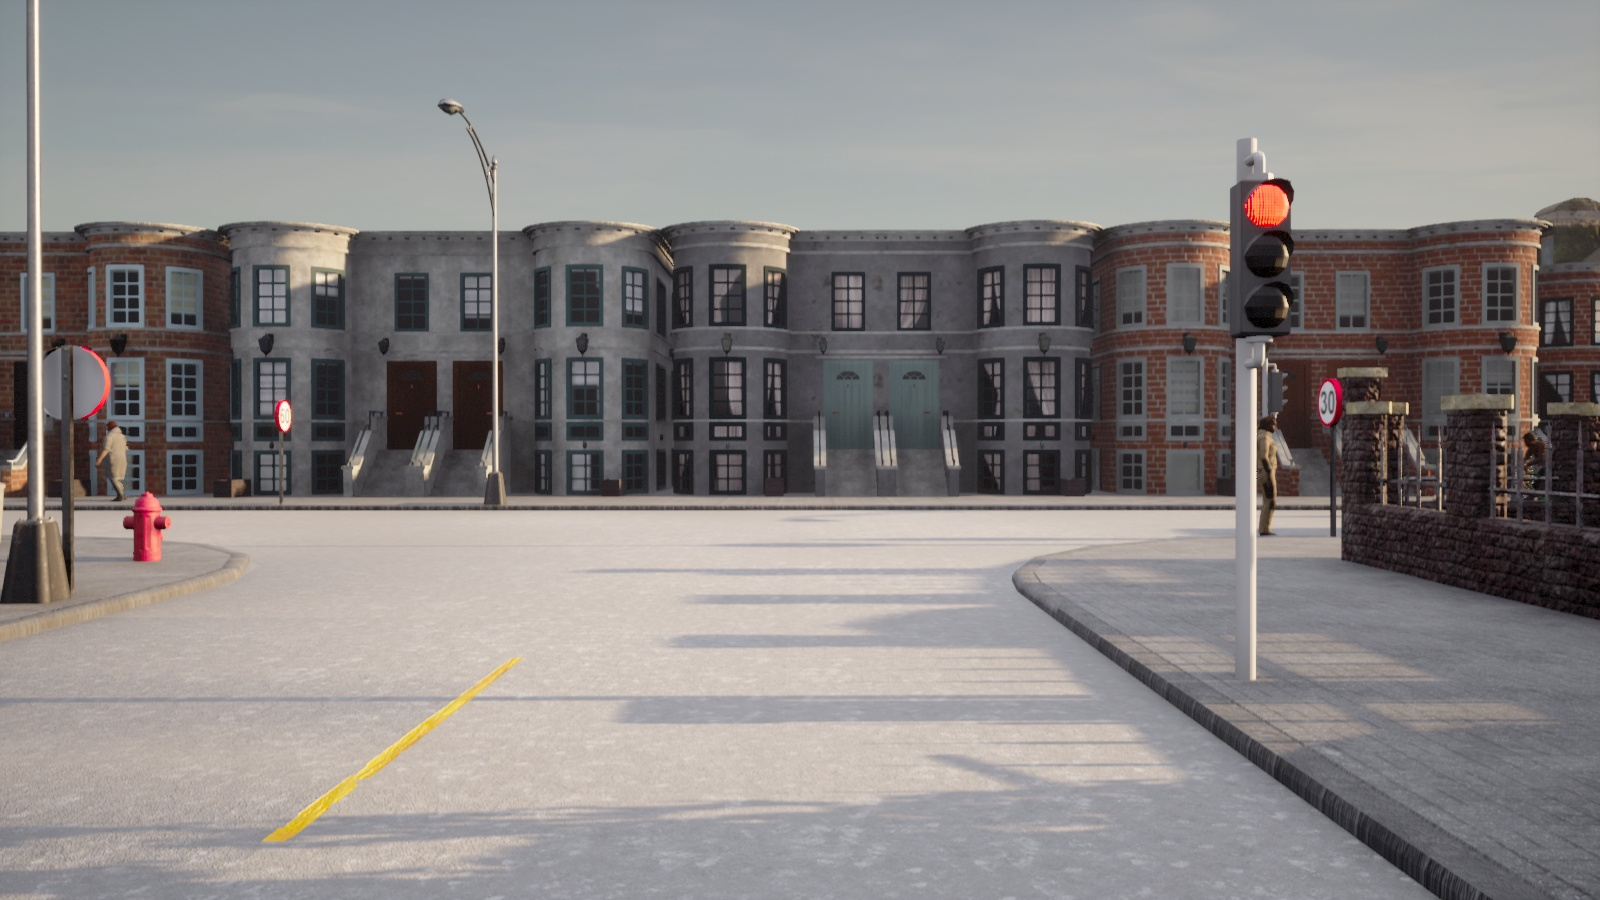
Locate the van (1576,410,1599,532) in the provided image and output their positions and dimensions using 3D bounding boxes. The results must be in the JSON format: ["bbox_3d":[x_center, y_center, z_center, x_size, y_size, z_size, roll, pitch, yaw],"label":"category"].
[{"bbox_3d":[15.274,0.353,20.229,4.442,1.987,1.775,0,0,0],"label":"van"}]

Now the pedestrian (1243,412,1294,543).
[{"bbox_3d":[6.994,0.405,18.755,0.692,1.930,0.396,0,0,18],"label":"pedestrian"}]

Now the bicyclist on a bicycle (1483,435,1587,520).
[{"bbox_3d":[14.174,0.521,24.229,1.656,1.620,0.582,0,0,0],"label":"bicyclist on a bicycle"}]

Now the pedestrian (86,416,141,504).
[{"bbox_3d":[-15.544,0.221,28.452,0.873,1.952,0.659,0,0,1],"label":"pedestrian"}]
